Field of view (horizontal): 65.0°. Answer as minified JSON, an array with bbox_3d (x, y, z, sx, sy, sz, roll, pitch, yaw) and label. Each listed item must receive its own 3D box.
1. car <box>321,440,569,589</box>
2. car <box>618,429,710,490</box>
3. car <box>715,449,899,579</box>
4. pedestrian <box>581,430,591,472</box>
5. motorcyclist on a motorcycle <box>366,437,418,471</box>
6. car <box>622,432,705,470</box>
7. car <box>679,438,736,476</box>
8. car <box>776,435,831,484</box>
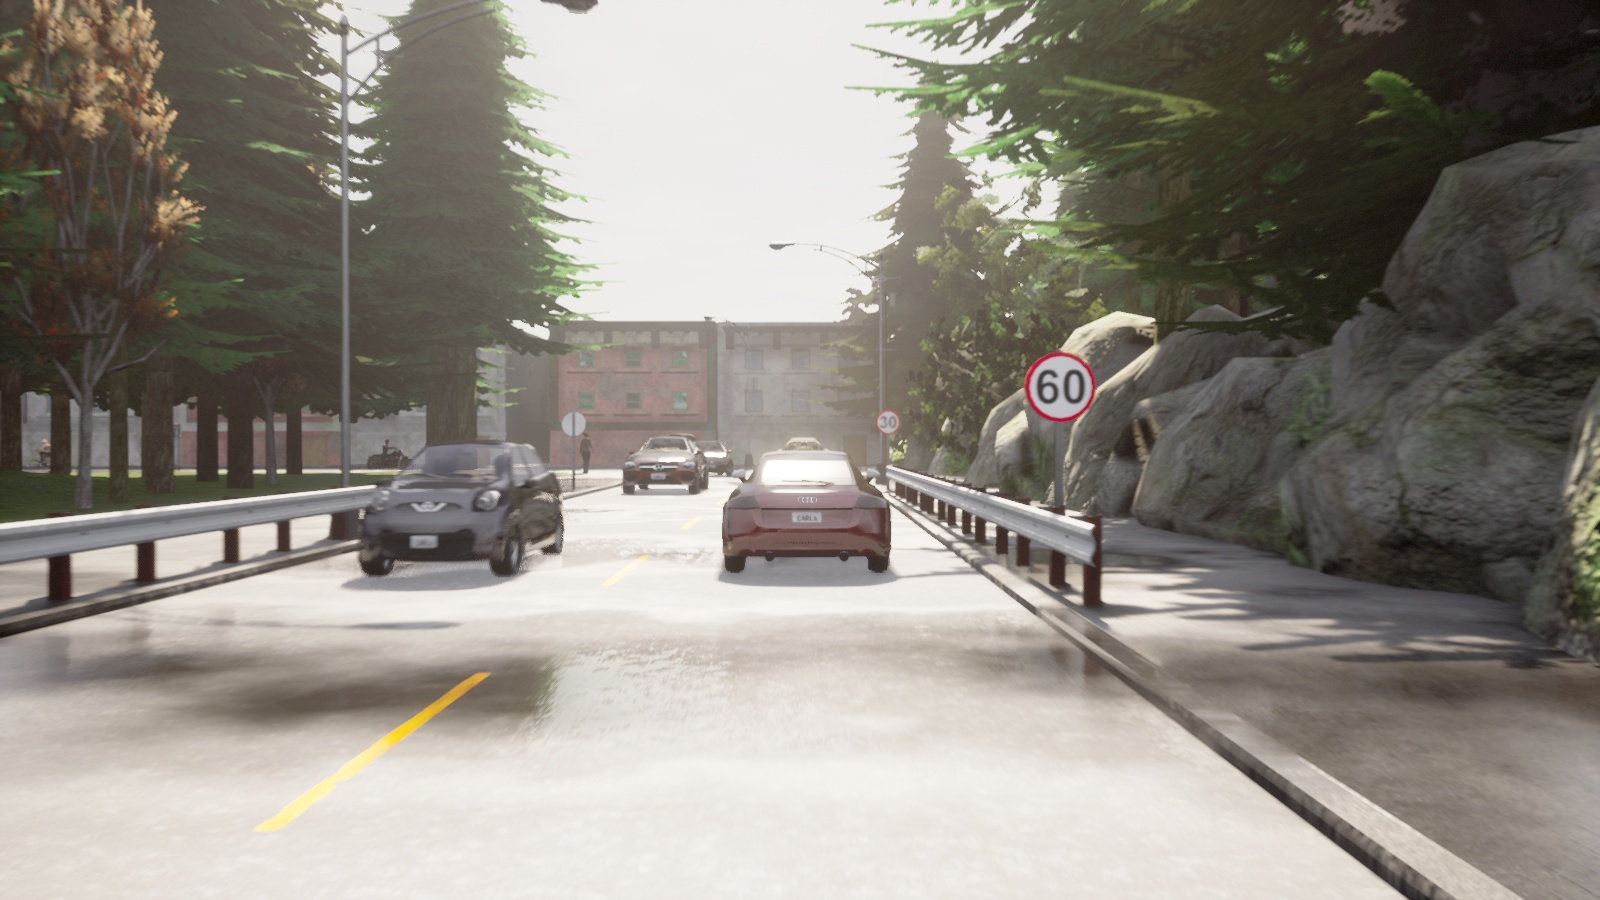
[{"bbox_3d":[-3.925,0.646,14.520,1.845,1.501,3.633,0,0,0],"label":"car"},{"bbox_3d":[-3.893,0.238,36.756,2.152,1.651,5.027,0,0,0],"label":"car"},{"bbox_3d":[0.077,0.689,15.698,1.994,1.385,4.181,0,0,0],"label":"car"},{"bbox_3d":[-9.144,0.034,53.597,0.328,1.805,0.869,0,0,-4],"label":"pedestrian"},{"bbox_3d":[-20.089,0.203,61.846,2.350,1.649,0.766,0,0,0],"label":"motorcyclist on a motorcycle"},{"bbox_3d":[-7.062,0.037,64.803,3.866,1.878,1.905,0,0,28],"label":"car"},{"bbox_3d":[-3.965,0.279,53.142,2.007,1.525,4.514,0,0,-9],"label":"car"},{"bbox_3d":[0.116,0.306,43.820,1.851,1.617,3.988,0,0,0],"label":"car"}]
